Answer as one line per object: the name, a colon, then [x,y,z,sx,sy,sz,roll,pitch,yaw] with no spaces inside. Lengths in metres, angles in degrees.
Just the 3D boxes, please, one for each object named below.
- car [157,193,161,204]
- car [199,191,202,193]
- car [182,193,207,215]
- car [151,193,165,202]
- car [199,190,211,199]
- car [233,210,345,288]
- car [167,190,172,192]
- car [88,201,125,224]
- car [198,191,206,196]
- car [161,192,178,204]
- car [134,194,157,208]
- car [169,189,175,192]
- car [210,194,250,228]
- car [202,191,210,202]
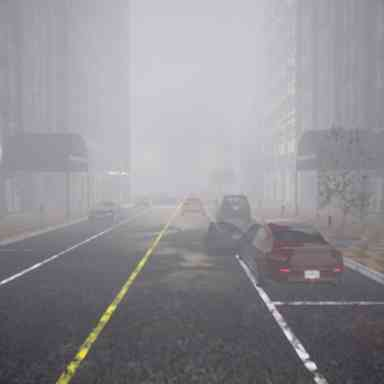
car: [-5.691,1.033,45.140,1.947,1.339,4.313,-1,1,0]
car: [0.108,0.947,46.960,1.837,1.490,4.892,0,0,0]
car: [0.106,1.135,29.656,1.882,1.535,5.008,0,1,0]
car: [-5.689,0.851,56.317,1.752,1.417,4.829,-1,1,0]
car: [2.691,0.493,67.777,2.192,1.841,5.009,-1,1,0]
car: [2.354,1.424,8.820,1.812,1.442,4.674,0,1,0]
car: [-5.685,0.759,67.836,1.802,1.307,4.206,-1,1,0]
car: [-5.697,1.294,22.444,2.008,1.369,4.403,-1,1,0]
car: [2.701,0.453,90.479,1.802,1.307,4.206,-1,1,0]
car: [-2.997,1.045,46.922,1.895,1.301,4.718,0,1,0]
car: [-5.692,1.104,39.466,1.947,1.339,4.313,-1,1,0]
car: [-5.684,0.185,90.529,2.192,1.841,5.009,-1,1,0]
car: [2.679,1.059,22.382,2.192,1.841,5.009,-1,1,0]
car: [2.690,0.919,50.927,1.752,1.417,4.829,-1,1,0]
